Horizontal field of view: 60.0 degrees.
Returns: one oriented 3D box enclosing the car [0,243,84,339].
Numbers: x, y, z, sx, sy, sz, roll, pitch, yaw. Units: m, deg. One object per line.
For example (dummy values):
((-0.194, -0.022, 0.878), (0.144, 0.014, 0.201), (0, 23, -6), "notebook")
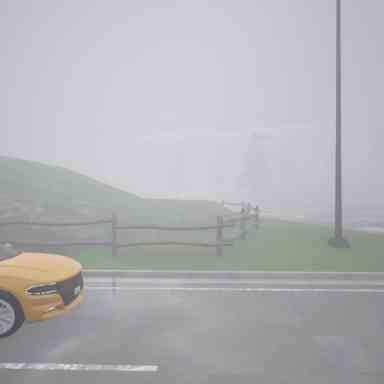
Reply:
((-4.539, 1.478, 6.035), (5.008, 1.535, 1.882), (0, 0, 2), "car")
